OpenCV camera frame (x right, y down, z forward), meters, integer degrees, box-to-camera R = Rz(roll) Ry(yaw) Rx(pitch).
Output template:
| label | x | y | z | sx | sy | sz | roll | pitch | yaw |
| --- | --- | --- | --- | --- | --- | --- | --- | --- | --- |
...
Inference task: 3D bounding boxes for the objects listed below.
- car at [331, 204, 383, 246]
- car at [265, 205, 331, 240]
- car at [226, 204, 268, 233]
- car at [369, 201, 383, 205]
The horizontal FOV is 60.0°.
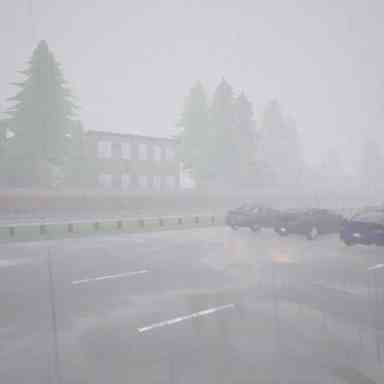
| label | x | y | z | sx | sy | sz | roll | pitch | yaw |
| --- | --- | --- | --- | --- | --- | --- | --- | --- | --- |
| car | 8.269 | 1.482 | 14.066 | 5.008 | 1.535 | 1.882 | 0 | 0 | -35 |
| car | 6.236 | 1.513 | 16.916 | 4.892 | 1.490 | 1.837 | 0 | 0 | -35 |
| car | 4.204 | 1.492 | 19.765 | 4.902 | 1.511 | 2.128 | 0 | 0 | -35 |
| car | 16.416 | 1.530 | 28.475 | 4.674 | 1.442 | 1.812 | 0 | 0 | -35 |
